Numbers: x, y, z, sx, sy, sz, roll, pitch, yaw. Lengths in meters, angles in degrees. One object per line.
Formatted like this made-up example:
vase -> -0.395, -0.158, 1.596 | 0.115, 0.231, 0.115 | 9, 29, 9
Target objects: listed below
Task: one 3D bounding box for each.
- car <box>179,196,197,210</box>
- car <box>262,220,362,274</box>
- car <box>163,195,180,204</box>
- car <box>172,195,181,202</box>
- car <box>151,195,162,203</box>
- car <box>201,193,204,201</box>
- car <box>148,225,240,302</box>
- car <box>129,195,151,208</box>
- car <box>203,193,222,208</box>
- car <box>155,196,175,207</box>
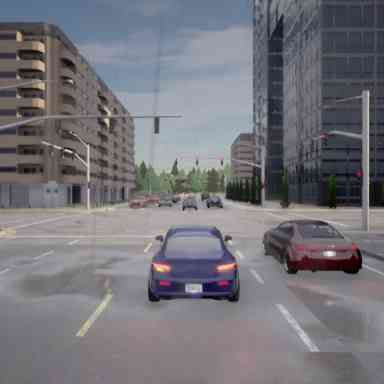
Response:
car -> -0.292, 1.544, 43.533 | 2.033, 1.411, 5.357 | 0, 0, -1
car -> 3.552, 1.564, 10.563 | 1.994, 1.385, 4.181 | 0, 0, 0
car -> -3.885, 1.599, 62.758 | 1.895, 1.301, 4.718 | 0, 0, 1
car -> -3.669, 1.459, 78.245 | 1.882, 1.535, 5.008 | 0, 0, 1
car -> -7.380, 1.349, 62.924 | 2.097, 1.767, 4.553 | 0, 0, 1
car -> 3.381, 1.222, 82.996 | 2.150, 2.045, 5.566 | 0, 0, 1
car -> 0.044, 1.525, 8.139 | 1.812, 1.442, 4.674 | 0, 0, 0
car -> -7.490, 1.351, 46.539 | 2.097, 1.767, 4.553 | 0, 0, 0
car -> 3.188, 1.350, 48.508 | 2.097, 1.767, 4.553 | 0, 0, 0
car -> -4.006, 1.599, 50.057 | 1.895, 1.301, 4.718 | 0, 0, 0
